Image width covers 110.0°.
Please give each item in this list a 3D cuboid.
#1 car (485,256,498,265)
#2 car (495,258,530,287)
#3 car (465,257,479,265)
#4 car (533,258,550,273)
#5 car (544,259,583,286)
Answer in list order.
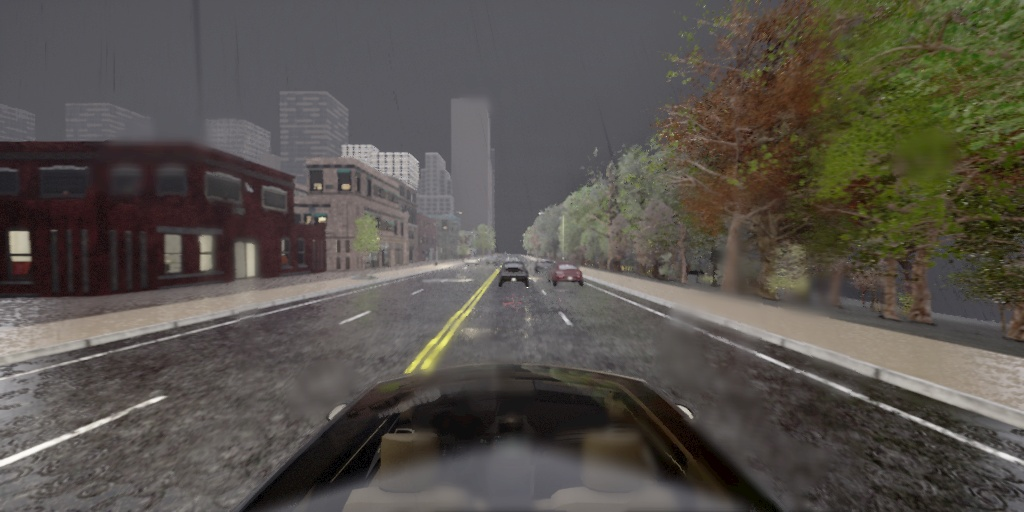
[{"bbox_3d":[-3.275,0.753,58.565,1.837,1.490,4.892,0,1,0],"label":"car"},{"bbox_3d":[0.101,1.071,22.804,1.837,1.490,4.892,0,1,0],"label":"car"},{"bbox_3d":[-6.525,0.852,58.239,1.895,1.301,4.718,0,1,1],"label":"car"},{"bbox_3d":[3.318,0.926,37.773,2.128,1.511,4.902,0,1,0],"label":"car"},{"bbox_3d":[3.356,1.090,22.954,1.812,1.442,4.674,0,0,0],"label":"car"}]
